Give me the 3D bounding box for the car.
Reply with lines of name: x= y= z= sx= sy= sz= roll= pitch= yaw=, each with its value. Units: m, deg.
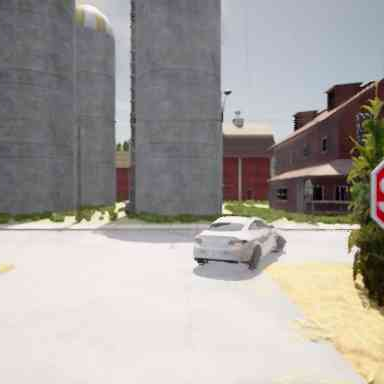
car: x=1.651 y=1.515 z=11.089 sx=1.812 sy=1.442 sz=4.674 roll=-1 pitch=0 yaw=27
